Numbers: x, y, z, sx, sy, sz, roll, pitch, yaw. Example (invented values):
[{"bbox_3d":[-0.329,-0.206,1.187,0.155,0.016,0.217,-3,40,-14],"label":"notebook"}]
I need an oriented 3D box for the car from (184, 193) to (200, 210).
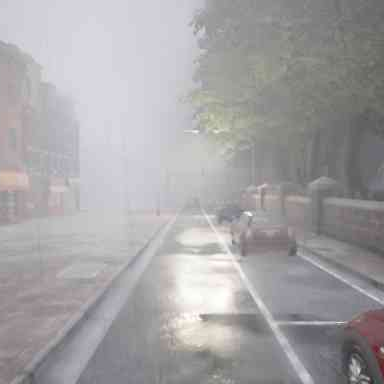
[{"bbox_3d":[0.061,1.440,45.578,2.097,1.767,4.553,0,0,0],"label":"car"}]

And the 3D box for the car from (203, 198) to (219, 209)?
[{"bbox_3d":[2.648,1.645,47.446,2.008,1.369,4.403,-1,0,0],"label":"car"}]

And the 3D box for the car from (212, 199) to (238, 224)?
[{"bbox_3d":[2.750,1.504,24.754,1.882,1.535,5.008,0,0,0],"label":"car"}]

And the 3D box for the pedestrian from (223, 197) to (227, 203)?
[{"bbox_3d":[2.750,1.326,27.741,0.375,1.860,0.375,-1,1,0],"label":"pedestrian"}]

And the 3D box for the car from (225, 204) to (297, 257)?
[{"bbox_3d":[2.620,1.447,13.060,1.967,1.590,4.097,-1,0,0],"label":"car"}]

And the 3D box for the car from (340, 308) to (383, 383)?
[{"bbox_3d":[2.621,1.441,2.160,1.967,1.590,4.097,-1,0,0],"label":"car"}]

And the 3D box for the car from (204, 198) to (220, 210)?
[{"bbox_3d":[2.672,1.613,45.473,1.752,1.417,4.829,-1,0,0],"label":"car"}]

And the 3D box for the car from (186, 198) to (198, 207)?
[{"bbox_3d":[0.005,1.681,55.284,2.033,1.411,5.357,0,-1,0],"label":"car"}]

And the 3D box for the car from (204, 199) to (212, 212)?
[{"bbox_3d":[2.621,1.620,40.311,2.008,1.369,4.403,-1,0,0],"label":"car"}]
